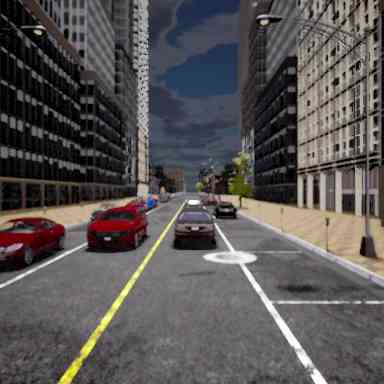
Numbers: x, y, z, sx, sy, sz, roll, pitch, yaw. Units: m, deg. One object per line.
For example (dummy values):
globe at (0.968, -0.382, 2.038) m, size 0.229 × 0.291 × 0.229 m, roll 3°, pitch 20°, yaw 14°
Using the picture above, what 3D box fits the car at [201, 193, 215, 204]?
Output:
car at (2.816, 1.247, 51.133) m, size 1.967 × 1.590 × 4.097 m, roll 0°, pitch 0°, yaw 0°

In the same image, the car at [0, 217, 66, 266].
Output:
car at (-5.662, 1.538, 11.322) m, size 1.802 × 1.307 × 4.206 m, roll 0°, pitch 0°, yaw 0°

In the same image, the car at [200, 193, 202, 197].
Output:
car at (2.843, 1.341, 62.518) m, size 1.802 × 1.307 × 4.206 m, roll 0°, pitch 0°, yaw 0°

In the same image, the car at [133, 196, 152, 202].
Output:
car at (-5.607, 1.415, 34.092) m, size 1.887 × 1.381 × 4.507 m, roll 0°, pitch 0°, yaw 0°

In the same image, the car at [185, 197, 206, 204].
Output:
car at (0.179, 1.475, 33.794) m, size 1.895 × 1.301 × 4.718 m, roll 0°, pitch 0°, yaw 0°

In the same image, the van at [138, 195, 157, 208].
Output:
van at (-5.592, 1.189, 39.784) m, size 1.690 × 1.788 × 3.998 m, roll 0°, pitch 0°, yaw 0°

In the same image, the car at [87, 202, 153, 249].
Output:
car at (-3.064, 1.423, 14.592) m, size 1.882 × 1.535 × 5.008 m, roll 0°, pitch 0°, yaw 0°

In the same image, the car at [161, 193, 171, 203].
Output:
car at (-5.537, 1.195, 62.552) m, size 1.967 × 1.590 × 4.097 m, roll 0°, pitch 0°, yaw 0°

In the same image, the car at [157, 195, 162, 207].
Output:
car at (-5.579, 1.407, 45.477) m, size 1.802 × 1.307 × 4.206 m, roll 0°, pitch 0°, yaw 0°

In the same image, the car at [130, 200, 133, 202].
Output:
car at (-5.635, 1.465, 22.708) m, size 2.008 × 1.369 × 4.403 m, roll 0°, pitch 0°, yaw 0°

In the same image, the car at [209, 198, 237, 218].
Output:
car at (2.760, 1.463, 28.367) m, size 1.947 × 1.339 × 4.313 m, roll 0°, pitch 0°, yaw 0°

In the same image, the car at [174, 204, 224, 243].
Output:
car at (0.141, 1.491, 15.681) m, size 2.033 × 1.411 × 5.357 m, roll 0°, pitch 0°, yaw 0°

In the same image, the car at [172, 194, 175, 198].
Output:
car at (-5.509, 1.272, 73.937) m, size 1.947 × 1.339 × 4.313 m, roll 0°, pitch 0°, yaw 0°
